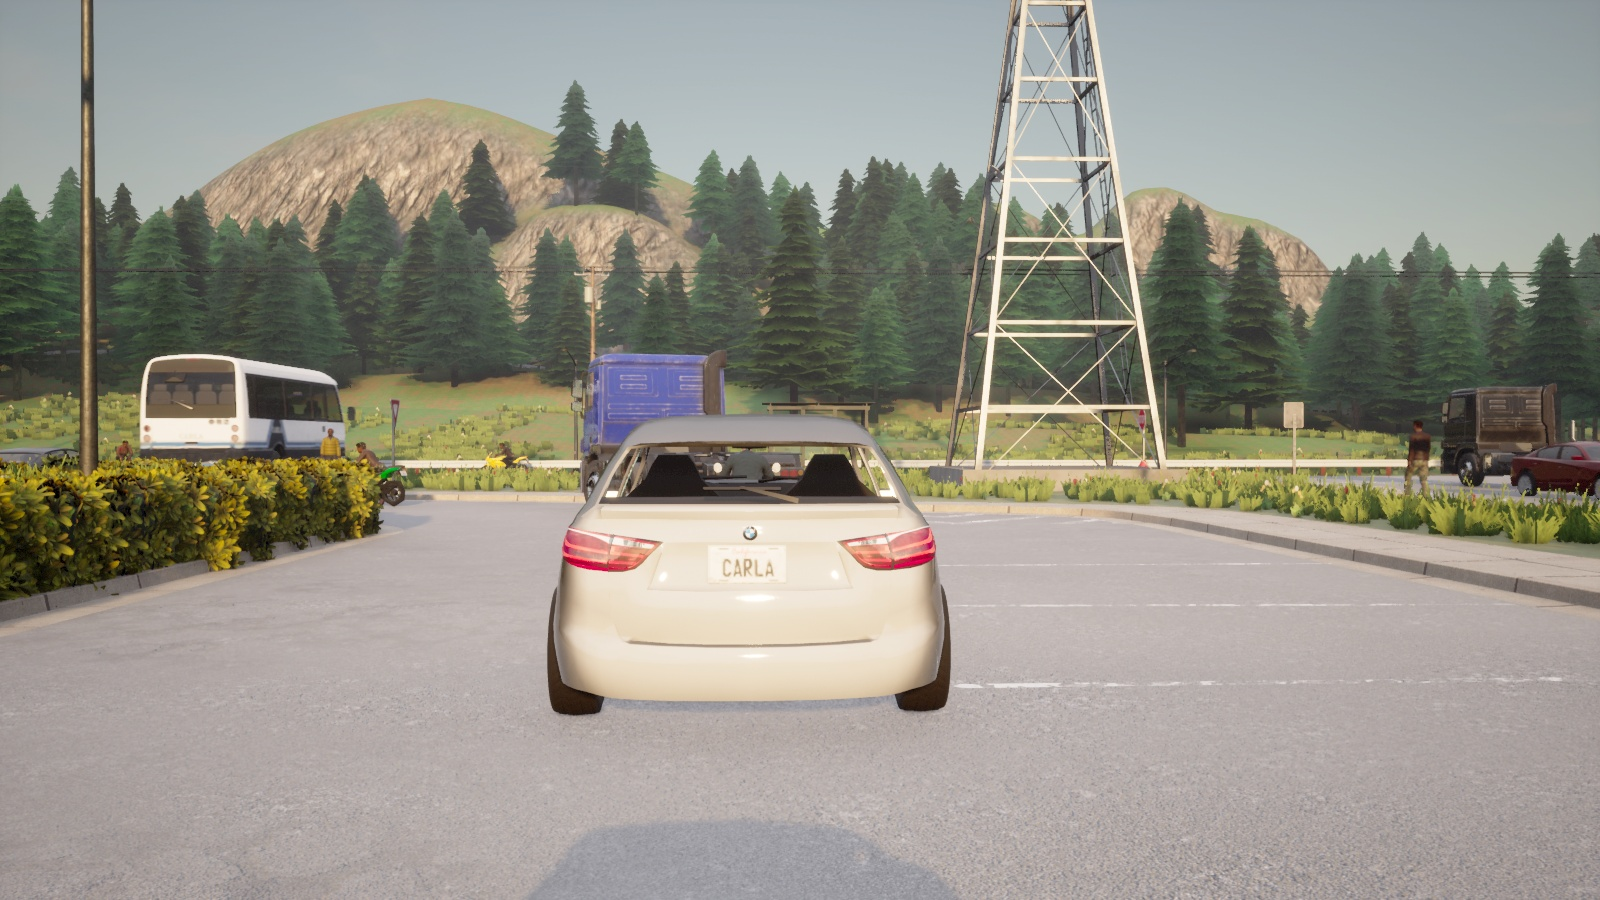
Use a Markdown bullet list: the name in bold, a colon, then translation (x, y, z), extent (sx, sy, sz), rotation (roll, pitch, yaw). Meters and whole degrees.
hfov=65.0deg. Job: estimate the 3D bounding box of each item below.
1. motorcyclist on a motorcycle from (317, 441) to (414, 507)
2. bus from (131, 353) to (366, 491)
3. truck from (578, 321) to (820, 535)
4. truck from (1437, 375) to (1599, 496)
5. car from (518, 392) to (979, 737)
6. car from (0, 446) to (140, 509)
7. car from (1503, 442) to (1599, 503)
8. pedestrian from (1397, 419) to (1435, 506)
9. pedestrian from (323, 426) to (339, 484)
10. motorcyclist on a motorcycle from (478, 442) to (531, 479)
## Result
- **motorcyclist on a motorcycle**: translation (-10.298, 0.552, 29.798), extent (2.044, 1.523, 0.797), rotation (0, 0, 9)
- **bus**: translation (-18.891, -0.894, 44.111), extent (3.944, 4.253, 10.273), rotation (0, 0, -2)
- **truck**: translation (-2.298, -0.376, 24.568), extent (2.891, 3.462, 7.936), rotation (0, 0, -19)
- **truck**: translation (23.981, -0.443, 40.154), extent (2.891, 3.462, 7.936), rotation (0, 0, -3)
- **car**: translation (-0.339, 0.543, 8.422), extent (2.242, 1.667, 4.611), rotation (0, 0, -2)
- **car**: translation (-18.536, 0.605, 30.828), extent (2.033, 1.411, 5.357), rotation (0, 0, -2)
- **car**: translation (20.848, 0.555, 32.872), extent (1.882, 1.535, 5.008), rotation (0, 0, -3)
- **pedestrian**: translation (13.102, 0.261, 26.724), extent (0.431, 1.840, 0.703), rotation (0, 0, -5)
- **pedestrian**: translation (-15.082, 0.162, 40.363), extent (0.370, 1.835, 0.726), rotation (0, 0, -12)
- **motorcyclist on a motorcycle**: translation (-12.365, 0.422, 52.617), extent (2.044, 1.523, 0.797), rotation (0, 0, -2)
